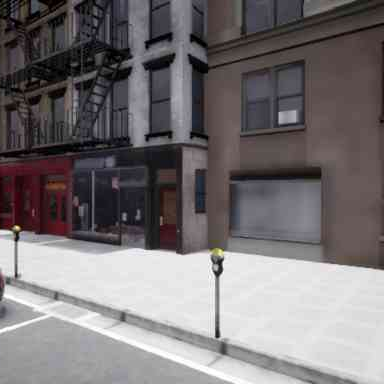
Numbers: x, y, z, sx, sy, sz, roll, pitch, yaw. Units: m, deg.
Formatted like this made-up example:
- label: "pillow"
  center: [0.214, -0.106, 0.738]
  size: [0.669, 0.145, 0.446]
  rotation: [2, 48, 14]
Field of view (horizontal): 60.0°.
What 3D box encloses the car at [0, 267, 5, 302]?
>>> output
- label: "car"
  center: [-5.309, 1.579, 6.597]
  size: [4.206, 1.307, 1.802]
  rotation: [0, 0, 36]
